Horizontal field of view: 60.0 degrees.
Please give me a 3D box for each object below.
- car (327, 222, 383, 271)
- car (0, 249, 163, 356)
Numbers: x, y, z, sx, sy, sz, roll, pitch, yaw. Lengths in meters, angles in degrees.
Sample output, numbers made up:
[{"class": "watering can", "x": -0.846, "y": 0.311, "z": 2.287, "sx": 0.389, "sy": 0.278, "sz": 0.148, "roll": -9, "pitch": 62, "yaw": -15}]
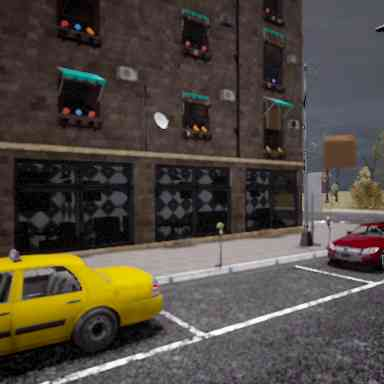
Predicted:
[{"class": "car", "x": 6.316, "y": 1.688, "z": 11.204, "sx": 4.206, "sy": 1.307, "sz": 1.802, "roll": 1, "pitch": -1, "yaw": -35}, {"class": "car", "x": -2.753, "y": 1.528, "z": 4.613, "sx": 4.829, "sy": 1.417, "sz": 1.752, "roll": 1, "pitch": -1, "yaw": -35}]
